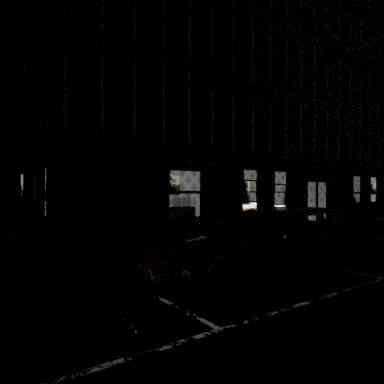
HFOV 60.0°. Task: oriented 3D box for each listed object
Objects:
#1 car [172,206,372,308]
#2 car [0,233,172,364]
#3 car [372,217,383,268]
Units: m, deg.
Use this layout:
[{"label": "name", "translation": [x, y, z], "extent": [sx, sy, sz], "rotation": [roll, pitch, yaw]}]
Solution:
[{"label": "car", "translation": [1.937, 1.314, 8.105], "extent": [5.009, 1.841, 2.192], "rotation": [0, 0, -35]}, {"label": "car", "translation": [-2.594, 1.440, 4.884], "extent": [4.097, 1.590, 1.967], "rotation": [0, 0, -35]}, {"label": "car", "translation": [6.468, 1.561, 11.329], "extent": [4.313, 1.339, 1.947], "rotation": [0, 0, -35]}]
